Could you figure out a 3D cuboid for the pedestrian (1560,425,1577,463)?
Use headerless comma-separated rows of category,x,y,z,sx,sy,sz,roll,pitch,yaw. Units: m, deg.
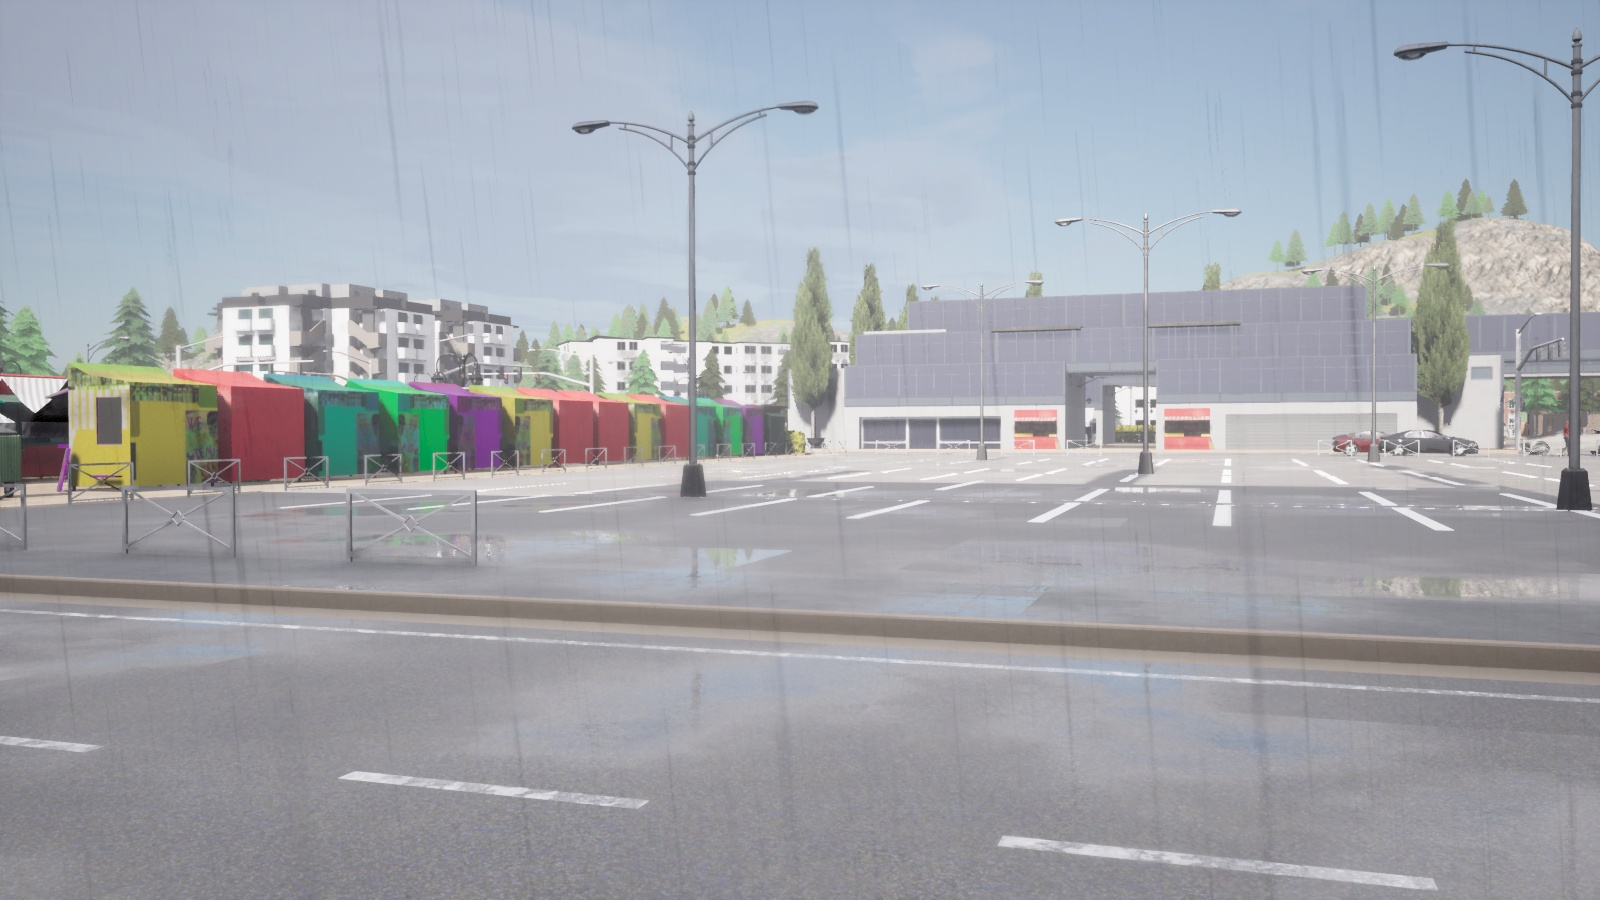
pedestrian,37.908,-0.309,61.973,0.636,1.846,0.331,1,1,19

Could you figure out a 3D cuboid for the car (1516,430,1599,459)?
car,43.935,-0.322,71.675,5.027,1.651,2.152,1,1,19

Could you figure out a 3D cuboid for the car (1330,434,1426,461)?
car,32.991,-0.145,71.838,4.792,1.488,2.163,1,1,20

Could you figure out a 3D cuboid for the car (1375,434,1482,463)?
car,33.860,-0.120,67.801,4.902,1.511,2.128,1,1,20
